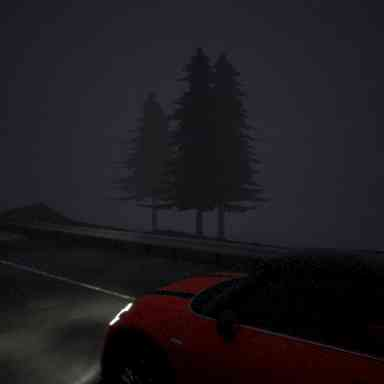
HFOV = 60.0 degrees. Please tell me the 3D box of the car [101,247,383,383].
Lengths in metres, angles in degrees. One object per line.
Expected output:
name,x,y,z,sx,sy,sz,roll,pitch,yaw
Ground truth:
car,1.211,1.353,3.204,4.553,1.767,2.097,0,0,36
